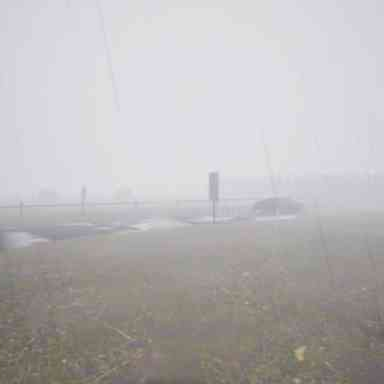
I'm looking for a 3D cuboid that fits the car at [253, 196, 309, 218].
[{"bbox_3d":[6.710,1.095,24.880,4.892,1.490,1.837,0,0,-34],"label":"car"}]
